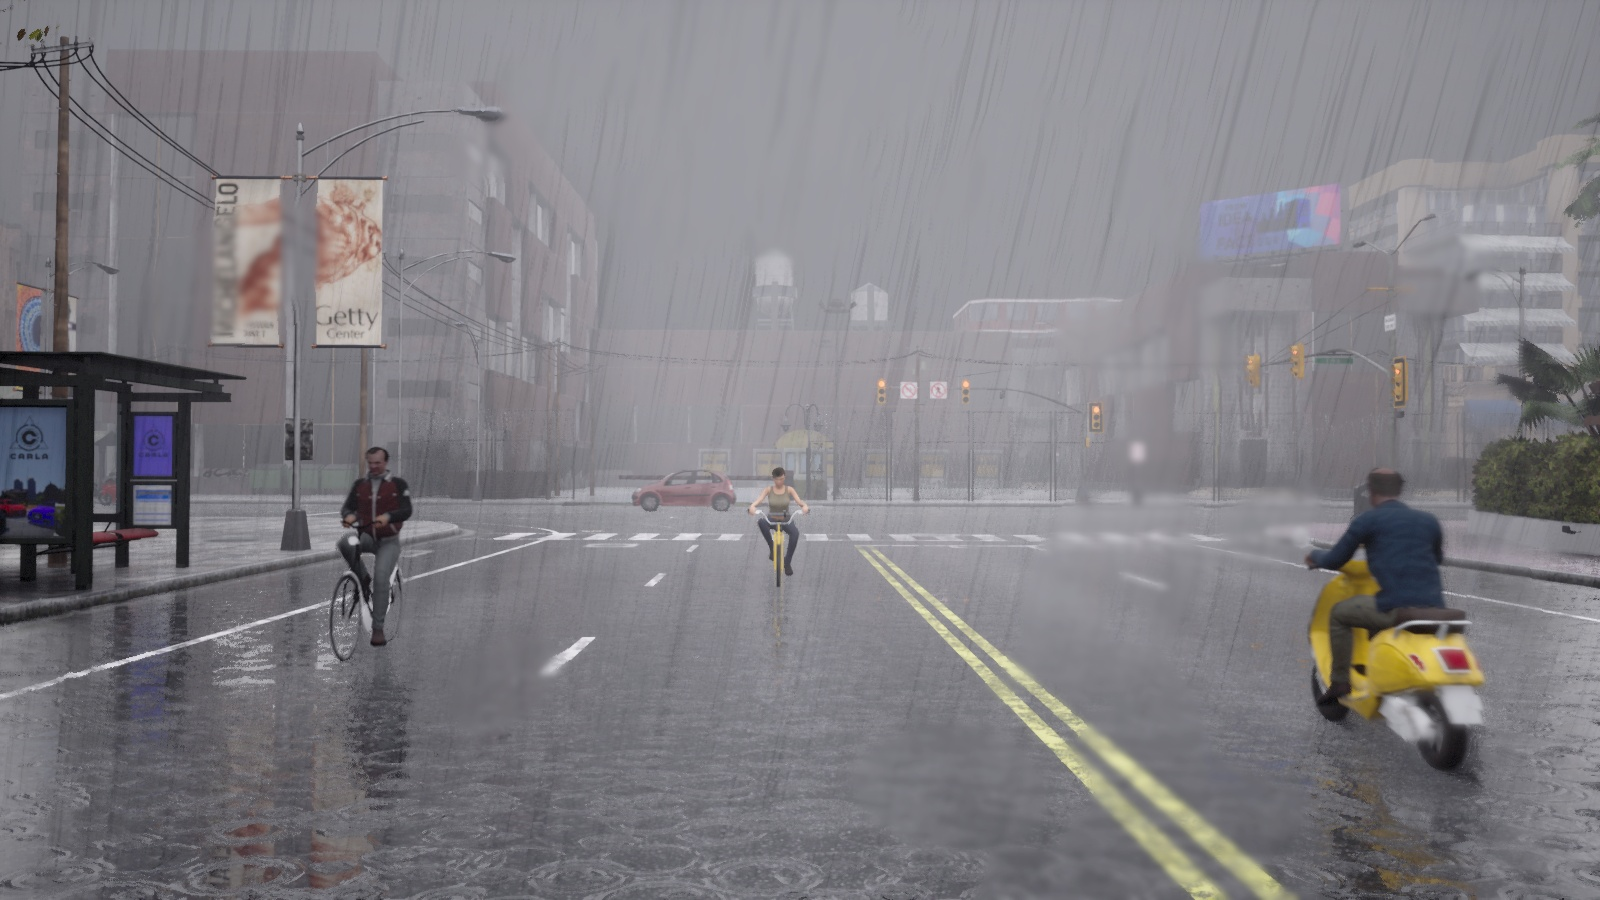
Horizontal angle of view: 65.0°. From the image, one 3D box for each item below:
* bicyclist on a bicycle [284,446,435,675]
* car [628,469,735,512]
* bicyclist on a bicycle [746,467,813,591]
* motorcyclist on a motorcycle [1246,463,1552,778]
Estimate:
[{"bbox_3d":[-3.693,0.879,10.700,0.659,1.776,1.843,0,-1,-1],"label":"bicyclist on a bicycle"},{"bbox_3d":[-4.519,1.538,48.166,3.988,1.617,1.851,0,-1,-5],"label":"car"},{"bbox_3d":[-0.280,1.039,17.144,0.866,1.612,1.509,0,-1,-1],"label":"bicyclist on a bicycle"},{"bbox_3d":[3.356,0.877,7.274,0.866,1.590,1.817,0,-1,-1],"label":"motorcyclist on a motorcycle"}]
